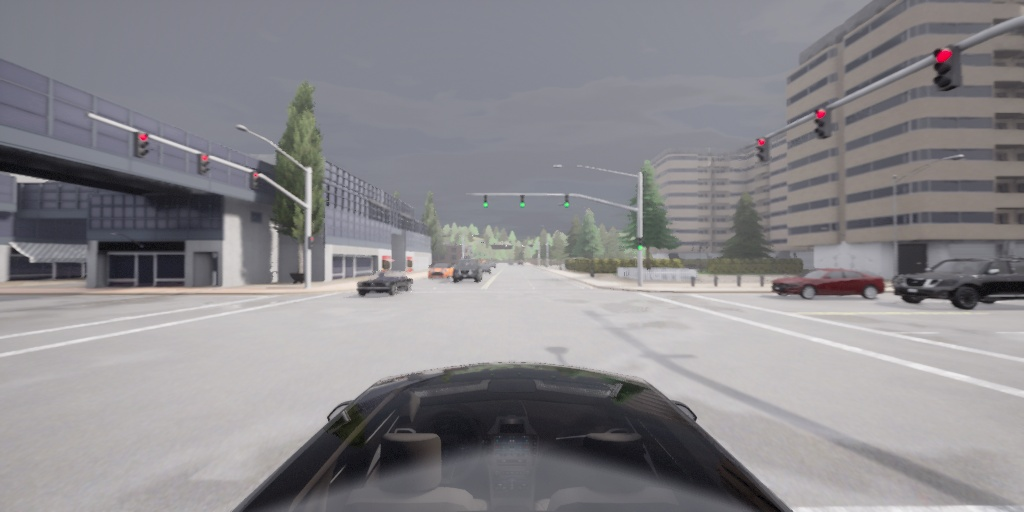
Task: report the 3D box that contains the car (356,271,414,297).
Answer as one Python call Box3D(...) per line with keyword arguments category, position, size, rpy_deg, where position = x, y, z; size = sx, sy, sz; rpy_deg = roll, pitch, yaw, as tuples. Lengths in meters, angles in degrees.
Box3D(category="car", position=(-7.161, 1.569, 20.615), size=(1.895, 1.301, 4.718), rpy_deg=(0, -1, -1))

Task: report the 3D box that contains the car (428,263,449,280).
Box3D(category="car", position=(-7.341, 1.506, 37.421), size=(2.097, 1.767, 4.553), rpy_deg=(0, -1, 0))

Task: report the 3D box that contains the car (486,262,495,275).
Box3D(category="car", position=(-3.815, 1.792, 49.686), size=(1.837, 1.490, 4.892), rpy_deg=(0, -1, 0))

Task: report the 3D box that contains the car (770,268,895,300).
Box3D(category="car", position=(16.205, 1.392, 18.557), size=(5.008, 1.535, 1.882), rpy_deg=(0, -1, 0))

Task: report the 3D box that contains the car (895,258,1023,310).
Box3D(category="car", position=(19.577, 1.093, 15.073), size=(5.566, 2.045, 2.150), rpy_deg=(0, -1, 0))

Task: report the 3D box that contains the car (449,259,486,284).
Box3D(category="car", position=(-3.837, 1.311, 31.832), size=(2.150, 2.045, 5.566), rpy_deg=(0, -1, 0))
